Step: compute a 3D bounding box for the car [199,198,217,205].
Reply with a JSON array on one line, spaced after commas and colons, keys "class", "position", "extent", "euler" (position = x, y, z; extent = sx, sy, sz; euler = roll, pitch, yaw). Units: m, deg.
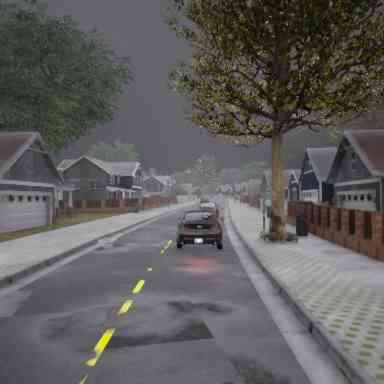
[{"class": "car", "position": [1.478, 1.557, 29.449], "extent": [1.812, 1.442, 4.674], "euler": [0, 0, 6]}]

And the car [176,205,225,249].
[{"class": "car", "position": [0.369, 1.525, 14.557], "extent": [1.837, 1.490, 4.892], "euler": [0, 0, 3]}]
